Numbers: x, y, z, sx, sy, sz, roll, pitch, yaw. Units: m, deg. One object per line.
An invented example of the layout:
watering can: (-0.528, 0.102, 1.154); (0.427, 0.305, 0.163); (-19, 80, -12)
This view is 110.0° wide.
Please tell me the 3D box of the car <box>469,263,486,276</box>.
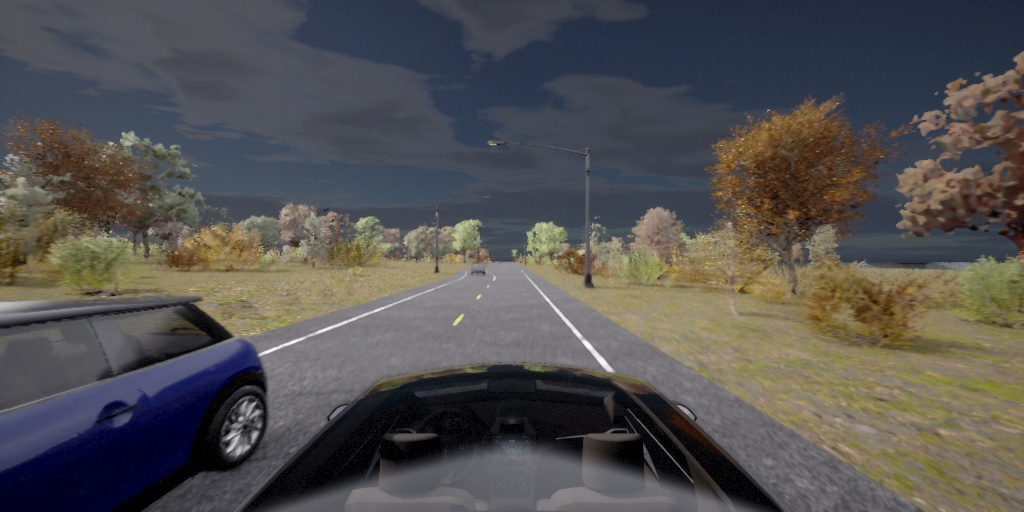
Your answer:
car: (-4.197, 1.684, 44.738); (1.837, 1.490, 4.892); (0, -1, -5)

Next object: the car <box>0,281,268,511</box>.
car: (-3.601, 1.103, 1.835); (2.097, 1.767, 4.553); (0, -1, 0)
